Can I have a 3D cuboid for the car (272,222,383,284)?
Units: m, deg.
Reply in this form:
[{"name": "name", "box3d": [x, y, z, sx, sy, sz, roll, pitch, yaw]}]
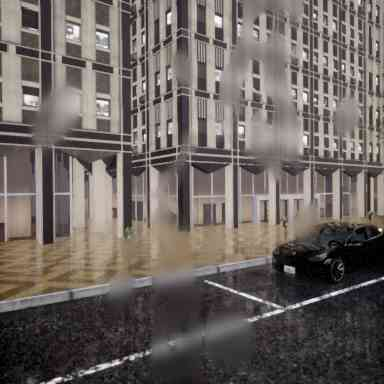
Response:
[{"name": "car", "box3d": [4.206, 1.564, 9.570, 4.313, 1.339, 1.947, 0, -1, -36]}]
